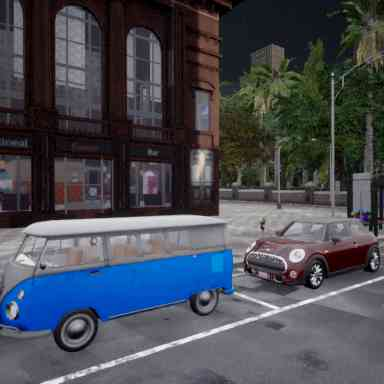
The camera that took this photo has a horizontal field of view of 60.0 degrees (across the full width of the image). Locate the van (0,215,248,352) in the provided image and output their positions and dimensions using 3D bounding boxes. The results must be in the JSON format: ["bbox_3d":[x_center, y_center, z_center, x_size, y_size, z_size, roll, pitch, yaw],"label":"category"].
[{"bbox_3d":[-1.103,1.341,5.874,3.998,1.788,1.690,0,0,-36],"label":"van"}]

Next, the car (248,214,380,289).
[{"bbox_3d":[3.298,1.438,9.048,4.097,1.590,1.967,0,0,-36],"label":"car"}]
